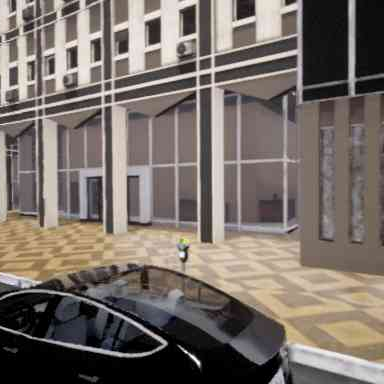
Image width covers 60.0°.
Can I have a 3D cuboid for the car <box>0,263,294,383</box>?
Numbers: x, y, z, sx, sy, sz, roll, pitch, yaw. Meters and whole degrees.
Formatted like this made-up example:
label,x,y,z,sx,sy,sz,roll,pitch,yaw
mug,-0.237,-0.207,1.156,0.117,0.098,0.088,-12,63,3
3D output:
label,x,y,z,sx,sy,sz,roll,pitch,yaw
car,-1.127,1.495,3.626,4.313,1.339,1.947,0,1,32
